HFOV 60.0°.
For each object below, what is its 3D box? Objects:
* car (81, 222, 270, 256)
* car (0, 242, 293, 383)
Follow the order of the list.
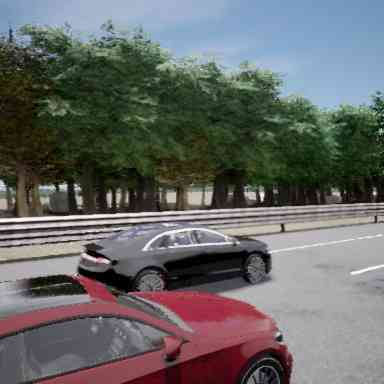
[{"bbox_3d":[-0.188,1.480,7.916,4.902,1.511,2.128,0,0,-35],"label":"car"},{"bbox_3d":[-1.126,1.522,2.960,4.674,1.442,1.812,0,0,-35],"label":"car"}]
